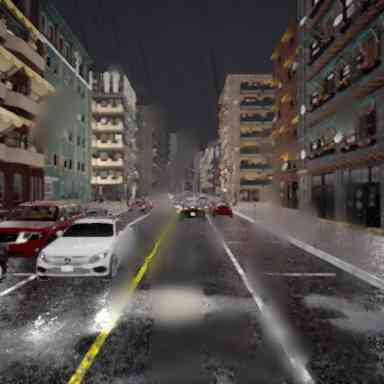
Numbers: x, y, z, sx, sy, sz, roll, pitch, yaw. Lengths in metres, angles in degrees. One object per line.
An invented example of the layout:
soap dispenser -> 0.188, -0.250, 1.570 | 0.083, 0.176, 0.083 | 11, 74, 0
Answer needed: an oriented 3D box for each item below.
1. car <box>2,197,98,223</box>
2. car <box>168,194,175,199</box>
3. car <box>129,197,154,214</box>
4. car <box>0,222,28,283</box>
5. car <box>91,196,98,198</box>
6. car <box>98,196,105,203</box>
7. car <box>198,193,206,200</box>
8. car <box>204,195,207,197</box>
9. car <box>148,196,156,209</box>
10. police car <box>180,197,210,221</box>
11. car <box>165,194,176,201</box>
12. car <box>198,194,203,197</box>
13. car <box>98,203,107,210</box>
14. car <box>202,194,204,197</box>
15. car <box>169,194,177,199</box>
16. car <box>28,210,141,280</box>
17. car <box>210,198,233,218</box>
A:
car -> -5.321, 1.275, 11.967 | 2.192, 1.841, 5.009 | 1, 0, 0
car -> -5.436, 1.217, 89.097 | 1.752, 1.417, 4.829 | 1, 0, 0
car -> -5.361, 1.466, 34.164 | 1.802, 1.307, 4.206 | 1, 0, 0
car -> -5.316, 1.529, 6.419 | 2.008, 1.369, 4.403 | 1, 0, 0
car -> -17.637, 1.059, 51.205 | 5.009, 1.841, 2.192 | 0, -1, -1
car -> -17.710, 1.380, 59.082 | 4.313, 1.339, 1.947 | 0, -1, -1
car -> 2.453, 1.151, 83.637 | 1.967, 1.590, 4.097 | 1, 0, 0
car -> 2.526, 1.324, 34.197 | 1.967, 1.590, 4.097 | 1, 0, 0
car -> -5.371, 1.305, 39.712 | 1.967, 1.590, 4.097 | 1, 0, 0
police car -> 0.060, 1.411, 26.069 | 2.038, 1.542, 4.974 | 0, 0, 0
car -> -5.420, 1.257, 77.755 | 1.752, 1.417, 4.829 | 1, 0, 0
car -> 0.007, 1.345, 39.080 | 1.882, 1.535, 5.008 | 0, 0, 0
car -> -5.332, 1.506, 17.517 | 1.947, 1.339, 4.313 | 1, 0, 0
car -> 2.468, 1.302, 72.296 | 2.008, 1.369, 4.403 | 1, 0, 0
car -> -5.445, 1.236, 94.938 | 1.947, 1.339, 4.313 | 1, 0, 0
car -> -2.865, 1.492, 9.956 | 1.812, 1.442, 4.674 | 0, 0, 0
car -> 2.532, 1.485, 28.648 | 1.802, 1.307, 4.206 | 1, 0, 0
